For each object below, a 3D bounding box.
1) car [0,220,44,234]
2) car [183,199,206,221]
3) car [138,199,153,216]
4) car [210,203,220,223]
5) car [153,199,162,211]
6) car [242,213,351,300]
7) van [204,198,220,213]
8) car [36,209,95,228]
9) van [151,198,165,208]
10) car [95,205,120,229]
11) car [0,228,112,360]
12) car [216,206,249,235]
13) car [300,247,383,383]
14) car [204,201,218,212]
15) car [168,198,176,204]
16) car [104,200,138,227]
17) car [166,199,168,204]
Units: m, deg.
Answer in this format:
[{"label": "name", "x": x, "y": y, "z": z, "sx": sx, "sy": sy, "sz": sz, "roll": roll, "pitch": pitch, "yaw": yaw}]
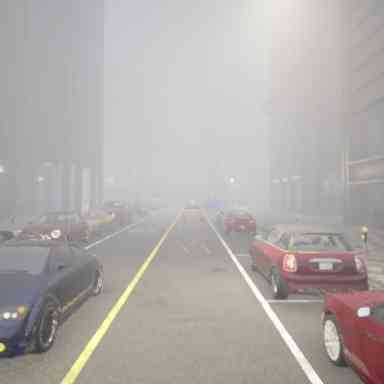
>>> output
[{"label": "car", "x": -5.848, "y": 1.652, "z": 8.589, "sx": 1.947, "sy": 1.339, "sz": 4.313, "roll": 1, "pitch": -1, "yaw": 0}, {"label": "car", "x": 0.095, "y": 1.761, "z": 30.654, "sx": 1.801, "sy": 1.575, "sz": 5.366, "roll": 0, "pitch": -1, "yaw": 0}, {"label": "car", "x": -5.838, "y": 1.803, "z": 36.711, "sx": 1.967, "sy": 1.590, "sz": 4.097, "roll": 1, "pitch": -1, "yaw": 0}, {"label": "car", "x": 2.683, "y": 1.805, "z": 25.467, "sx": 2.008, "sy": 1.369, "sz": 4.403, "roll": 1, "pitch": -1, "yaw": 0}, {"label": "car", "x": -5.837, "y": 2.055, "z": 47.957, "sx": 1.802, "sy": 1.307, "sz": 4.206, "roll": 1, "pitch": -1, "yaw": 0}, {"label": "car", "x": 2.679, "y": 1.528, "z": 8.596, "sx": 1.967, "sy": 1.590, "sz": 4.097, "roll": 1, "pitch": -1, "yaw": 0}, {"label": "van", "x": 2.690, "y": 1.760, "z": 42.342, "sx": 1.690, "sy": 1.788, "sz": 3.998, "roll": 1, "pitch": -1, "yaw": 0}, {"label": "car", "x": -5.845, "y": 1.583, "z": 14.214, "sx": 1.967, "sy": 1.590, "sz": 4.097, "roll": 1, "pitch": -1, "yaw": 0}, {"label": "van", "x": -5.833, "y": 1.869, "z": 53.584, "sx": 1.690, "sy": 1.788, "sz": 3.998, "roll": 1, "pitch": -1, "yaw": 0}, {"label": "car", "x": -5.844, "y": 1.722, "z": 19.668, "sx": 1.752, "sy": 1.417, "sz": 4.829, "roll": 1, "pitch": -1, "yaw": 0}, {"label": "car", "x": -3.049, "y": 1.627, "z": 6.081, "sx": 1.994, "sy": 1.385, "sz": 4.181, "roll": 0, "pitch": -1, "yaw": 1}, {"label": "car", "x": 2.681, "y": 1.744, "z": 19.843, "sx": 1.887, "sy": 1.381, "sz": 4.507, "roll": 1, "pitch": -1, "yaw": 0}, {"label": "car", "x": 2.677, "y": 1.576, "z": 2.970, "sx": 1.887, "sy": 1.381, "sz": 4.507, "roll": 1, "pitch": -1, "yaw": 0}, {"label": "car", "x": 2.689, "y": 2.001, "z": 48.135, "sx": 1.752, "sy": 1.417, "sz": 4.829, "roll": 1, "pitch": -1, "yaw": 0}, {"label": "car", "x": -5.827, "y": 2.430, "z": 86.188, "sx": 1.802, "sy": 1.307, "sz": 4.206, "roll": 1, "pitch": -1, "yaw": 0}, {"label": "car", "x": -5.840, "y": 1.568, "z": 25.464, "sx": 2.192, "sy": 1.841, "sz": 5.009, "roll": 1, "pitch": -1, "yaw": 0}, {"label": "car", "x": -5.834, "y": 2.128, "z": 59.206, "sx": 1.887, "sy": 1.381, "sz": 4.507, "roll": 1, "pitch": -1, "yaw": 0}]
